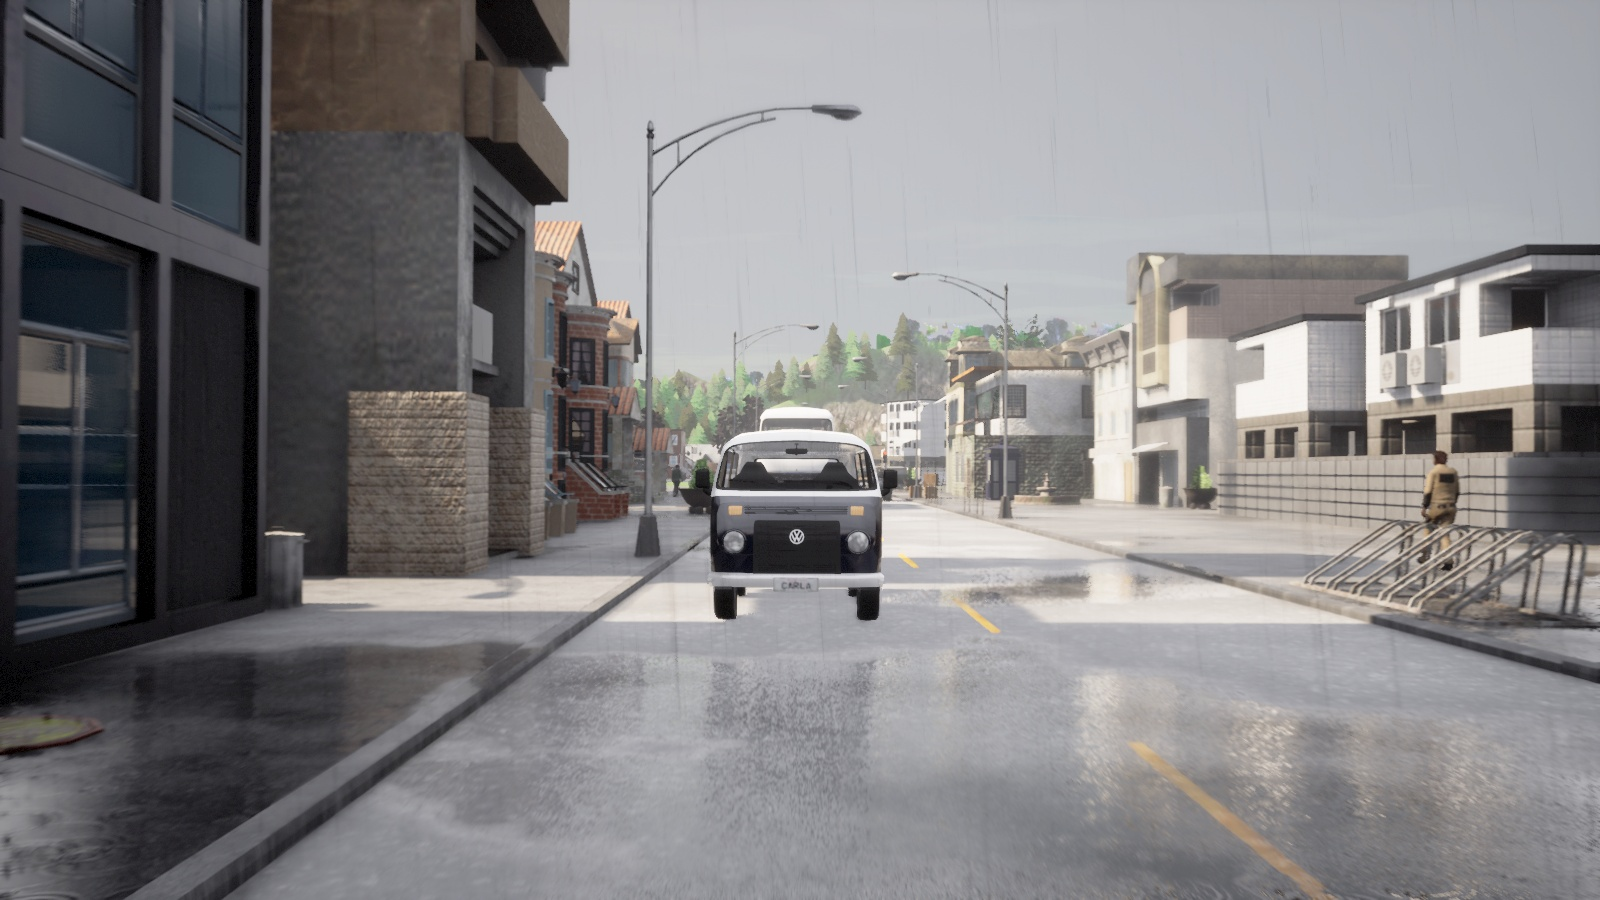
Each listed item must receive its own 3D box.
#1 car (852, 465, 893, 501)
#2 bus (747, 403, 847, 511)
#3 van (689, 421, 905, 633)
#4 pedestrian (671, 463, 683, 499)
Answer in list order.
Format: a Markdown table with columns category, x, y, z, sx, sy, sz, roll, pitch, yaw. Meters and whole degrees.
| category | x | y | z | sx | sy | sz | roll | pitch | yaw |
| --- | --- | --- | --- | --- | --- | --- | --- | --- | --- |
| car | 3.834 | 1.744 | 67.392 | 1.932 | 1.855 | 4.605 | 0 | -1 | 0 |
| bus | -0.140 | 0.356 | 54.814 | 3.944 | 4.253 | 10.273 | 0 | -1 | 0 |
| van | -0.036 | 0.778 | 14.339 | 2.069 | 2.038 | 4.480 | 0 | -1 | 0 |
| pedestrian | -6.723 | 1.707 | 68.498 | 0.423 | 1.949 | 0.788 | 0 | -1 | 12 |
